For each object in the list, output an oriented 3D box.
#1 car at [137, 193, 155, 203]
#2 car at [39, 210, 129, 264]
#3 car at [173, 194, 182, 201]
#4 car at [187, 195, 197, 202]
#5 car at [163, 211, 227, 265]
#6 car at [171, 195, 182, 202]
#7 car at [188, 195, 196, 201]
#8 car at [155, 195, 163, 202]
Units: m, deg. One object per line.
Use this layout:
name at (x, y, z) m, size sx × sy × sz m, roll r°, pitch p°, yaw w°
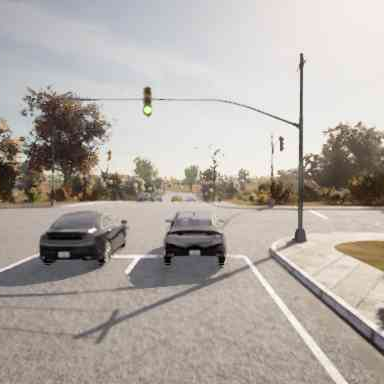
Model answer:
car at (-7.100, 0.871, 50.110) m, size 1.837 × 1.490 × 4.892 m, roll 0°, pitch -1°, yaw 0°
car at (-3.419, 1.387, 11.309) m, size 1.837 × 1.490 × 4.892 m, roll 0°, pitch 1°, yaw 0°
car at (-3.542, 1.480, 83.769) m, size 2.097 × 1.767 × 4.553 m, roll 0°, pitch -2°, yaw 0°
car at (-0.037, 1.520, 73.772) m, size 1.812 × 1.442 × 4.674 m, roll 0°, pitch -2°, yaw 0°
car at (0.081, 1.373, 11.309) m, size 2.128 × 1.511 × 4.902 m, roll 0°, pitch 1°, yaw 0°
car at (-3.537, 1.461, 73.356) m, size 1.882 × 1.535 × 5.008 m, roll 0°, pitch -2°, yaw 0°
car at (-0.042, 1.603, 83.797) m, size 1.882 × 1.535 × 5.008 m, roll 0°, pitch -2°, yaw 0°
car at (-7.034, 1.322, 67.497) m, size 2.128 × 1.511 × 4.902 m, roll 0°, pitch -2°, yaw 0°
